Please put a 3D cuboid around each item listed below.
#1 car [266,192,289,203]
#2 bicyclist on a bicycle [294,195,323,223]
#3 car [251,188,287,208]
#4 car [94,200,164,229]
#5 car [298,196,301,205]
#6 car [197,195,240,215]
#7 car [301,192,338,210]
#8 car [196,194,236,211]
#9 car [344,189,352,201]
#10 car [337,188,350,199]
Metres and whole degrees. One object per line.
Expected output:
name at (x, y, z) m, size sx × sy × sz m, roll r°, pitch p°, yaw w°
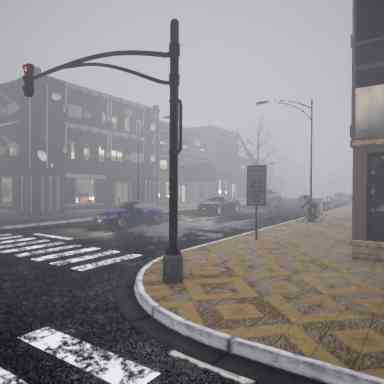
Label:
car at (12.165, 0.767, 47.200) m, size 1.802 × 1.307 × 4.206 m, roll 2°, pitch 2°, yaw 35°
bicyclist on a bicycle at (6.834, 1.003, 19.557) m, size 1.656 × 1.620 × 0.582 m, roll 0°, pitch 1°, yaw 35°
car at (8.368, 0.599, 37.100) m, size 2.150 × 2.045 × 5.566 m, roll 1°, pitch 1°, yaw 35°
car at (-3.596, 1.248, 19.835) m, size 1.812 × 1.442 × 4.674 m, roll 1°, pitch 1°, yaw 37°
car at (14.279, 0.813, 40.041) m, size 1.837 × 1.490 × 4.892 m, roll 1°, pitch 1°, yaw 35°
car at (2.351, 1.028, 28.431) m, size 1.882 × 1.535 × 5.008 m, roll 1°, pitch 1°, yaw 35°
car at (12.711, 0.993, 33.025) m, size 2.008 × 1.369 × 4.403 m, roll 2°, pitch 2°, yaw 35°
car at (2.450, 1.011, 33.334) m, size 2.008 × 1.369 × 4.403 m, roll 2°, pitch 2°, yaw 35°
car at (25.475, 0.619, 51.642) m, size 1.887 × 1.381 × 4.507 m, roll 2°, pitch 2°, yaw 35°
car at (25.599, 0.475, 56.394) m, size 2.128 × 1.511 × 4.902 m, roll 1°, pitch 1°, yaw 35°
